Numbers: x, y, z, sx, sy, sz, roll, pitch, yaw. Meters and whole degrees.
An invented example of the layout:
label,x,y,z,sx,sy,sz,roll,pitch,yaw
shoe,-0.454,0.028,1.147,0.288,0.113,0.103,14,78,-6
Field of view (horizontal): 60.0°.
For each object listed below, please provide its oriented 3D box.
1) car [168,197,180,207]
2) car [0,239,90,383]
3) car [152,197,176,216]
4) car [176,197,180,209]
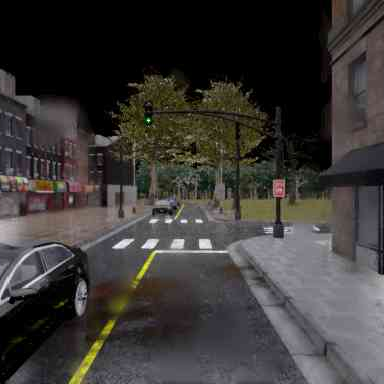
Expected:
label,x,y,z,sx,sy,sz,roll,pitch,yaw
car,-2.945,1.575,55.330,1.882,1.535,5.008,0,0,0
car,-2.859,1.492,4.524,2.128,1.511,4.902,0,0,0
car,-2.915,1.515,33.772,1.882,1.535,5.008,0,0,-1
car,-2.921,1.543,43.367,1.882,1.535,5.008,0,0,0
